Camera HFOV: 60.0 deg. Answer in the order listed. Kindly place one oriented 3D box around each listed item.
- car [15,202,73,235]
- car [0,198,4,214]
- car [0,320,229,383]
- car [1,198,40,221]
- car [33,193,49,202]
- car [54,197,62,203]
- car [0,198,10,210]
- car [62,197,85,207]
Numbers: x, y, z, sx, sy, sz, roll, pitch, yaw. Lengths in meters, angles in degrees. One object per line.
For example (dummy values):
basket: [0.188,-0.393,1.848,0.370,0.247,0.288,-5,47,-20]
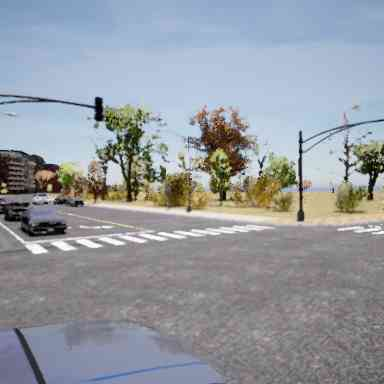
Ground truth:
car: [-8.732,1.566,19.357,2.033,1.411,5.357,-1,0,-33]
car: [-20.060,1.542,36.103,2.128,1.511,4.902,-1,0,-33]
car: [-2.215,1.551,1.816,5.357,1.411,2.033,-1,0,-35]
car: [-14.286,1.540,27.523,1.837,1.490,4.892,-1,0,-35]
car: [-27.035,1.222,59.377,2.150,2.045,5.566,-1,0,-31]
car: [-23.628,1.530,60.051,1.994,1.385,4.181,-1,0,-31]
car: [-25.696,1.565,44.777,1.837,1.490,4.892,-1,0,-32]
car: [-17.979,1.507,51.070,2.033,1.411,5.357,-1,0,-33]
